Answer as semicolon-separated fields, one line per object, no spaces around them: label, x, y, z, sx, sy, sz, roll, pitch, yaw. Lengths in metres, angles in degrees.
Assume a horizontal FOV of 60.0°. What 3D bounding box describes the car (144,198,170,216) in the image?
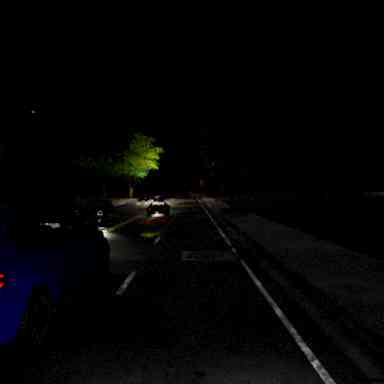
car;-3.147;1.565;32.110;1.895;1.301;4.718;0;0;0

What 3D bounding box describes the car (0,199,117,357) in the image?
car;-3.171;1.226;6.177;2.150;2.045;5.566;0;0;0

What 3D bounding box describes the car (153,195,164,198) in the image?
car;-6.509;1.306;64.759;2.128;1.511;4.902;0;0;1

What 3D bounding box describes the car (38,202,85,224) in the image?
car;-9.844;1.548;25.475;1.994;1.385;4.181;0;0;0

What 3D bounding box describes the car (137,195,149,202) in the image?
car;-9.744;1.267;66.947;1.882;1.535;5.008;0;0;0
